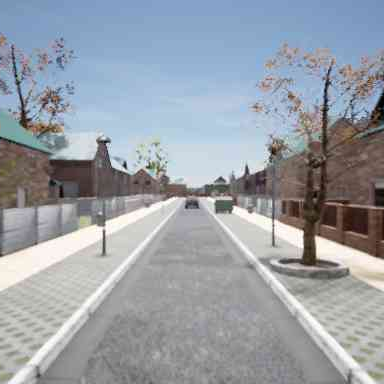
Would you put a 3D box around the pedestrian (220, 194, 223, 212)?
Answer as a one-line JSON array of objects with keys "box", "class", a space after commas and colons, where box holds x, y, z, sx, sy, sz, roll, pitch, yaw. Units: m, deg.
[{"box": [3.011, 1.064, 33.913, 0.375, 1.860, 0.375, 2, -1, -6], "class": "pedestrian"}]

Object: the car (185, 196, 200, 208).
[{"box": [0.038, 1.402, 45.382, 1.837, 1.490, 4.892, 0, 0, 1], "class": "car"}]

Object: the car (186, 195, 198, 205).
[{"box": [0.023, 1.350, 57.338, 1.882, 1.535, 5.008, 0, 0, 0], "class": "car"}]
